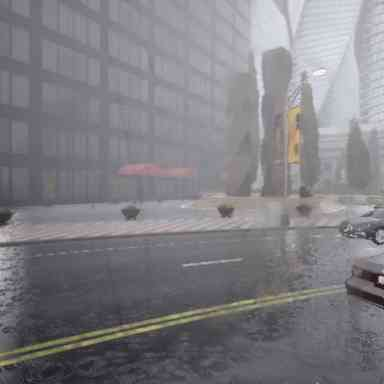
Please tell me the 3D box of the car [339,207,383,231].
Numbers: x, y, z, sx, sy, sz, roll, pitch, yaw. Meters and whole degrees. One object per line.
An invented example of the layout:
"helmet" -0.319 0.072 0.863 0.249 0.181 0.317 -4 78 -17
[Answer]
"car" 8.940 1.407 14.733 4.892 1.490 1.837 0 0 -12

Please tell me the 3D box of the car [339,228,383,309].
"car" 5.523 1.513 6.360 5.357 1.411 2.033 0 1 -21
